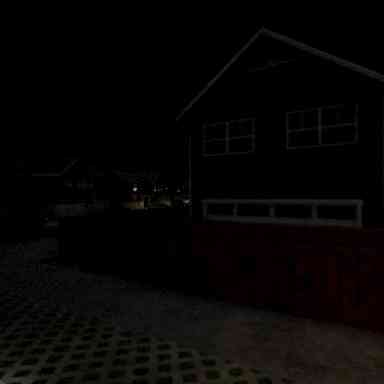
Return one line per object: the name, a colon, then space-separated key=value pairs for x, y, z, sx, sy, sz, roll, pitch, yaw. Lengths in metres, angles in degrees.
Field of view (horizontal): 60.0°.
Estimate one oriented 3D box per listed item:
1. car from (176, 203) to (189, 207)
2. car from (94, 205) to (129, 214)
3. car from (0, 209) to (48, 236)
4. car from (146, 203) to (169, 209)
car: x=-0.880 y=2.329 z=48.734 sx=2.033 sy=1.411 sz=5.357 roll=-1 pitch=-1 yaw=16
car: x=-8.065 y=2.089 z=33.692 sx=1.837 sy=1.490 sz=4.892 roll=-1 pitch=-1 yaw=16
car: x=-11.487 y=1.893 z=21.381 sx=2.128 sy=1.511 sz=4.902 roll=-1 pitch=-1 yaw=16
car: x=-4.739 y=2.230 z=45.561 sx=1.882 sy=1.535 sz=5.008 roll=-1 pitch=-1 yaw=16
